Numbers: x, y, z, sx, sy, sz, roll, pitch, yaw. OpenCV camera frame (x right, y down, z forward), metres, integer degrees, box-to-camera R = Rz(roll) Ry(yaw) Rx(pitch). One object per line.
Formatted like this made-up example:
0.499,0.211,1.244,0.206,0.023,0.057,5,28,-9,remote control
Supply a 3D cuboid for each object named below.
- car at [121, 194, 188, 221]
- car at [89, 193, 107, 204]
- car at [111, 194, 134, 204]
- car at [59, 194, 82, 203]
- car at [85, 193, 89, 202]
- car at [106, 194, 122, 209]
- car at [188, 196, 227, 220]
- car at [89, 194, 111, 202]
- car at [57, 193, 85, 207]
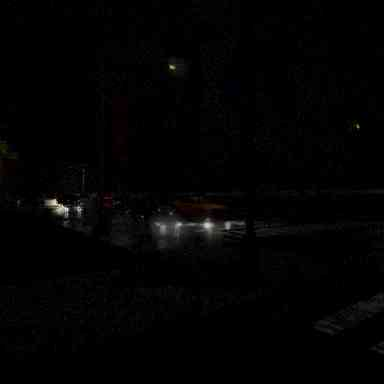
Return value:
-2.702,1.092,22.928,2.128,1.511,4.902,0,0,-35,car
-13.233,0.962,49.365,1.837,1.490,4.892,0,0,-34,car
-10.825,1.037,51.611,1.994,1.385,4.181,0,0,-35,car
-18.985,0.972,51.805,2.033,1.411,5.357,0,0,-35,car
-19.273,0.929,57.851,2.128,1.511,4.902,0,0,-35,car
-6.573,1.030,34.052,2.128,1.511,4.902,0,0,-35,car
0.461,1.102,24.083,1.882,1.535,5.008,0,0,-35,car
-16.618,1.003,59.725,2.033,1.411,5.357,0,0,-35,car
-14.945,0.960,40.301,1.837,1.490,4.892,0,0,-35,car
